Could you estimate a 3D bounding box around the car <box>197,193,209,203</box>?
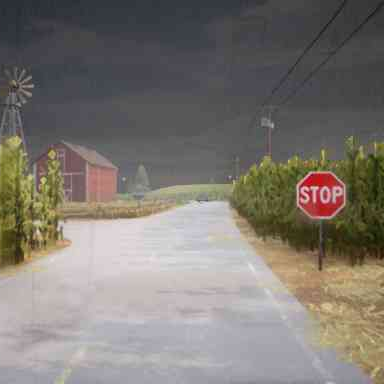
[{"bbox_3d":[2.307,1.221,69.037,2.150,2.045,5.566,0,0,6],"label":"car"}]
